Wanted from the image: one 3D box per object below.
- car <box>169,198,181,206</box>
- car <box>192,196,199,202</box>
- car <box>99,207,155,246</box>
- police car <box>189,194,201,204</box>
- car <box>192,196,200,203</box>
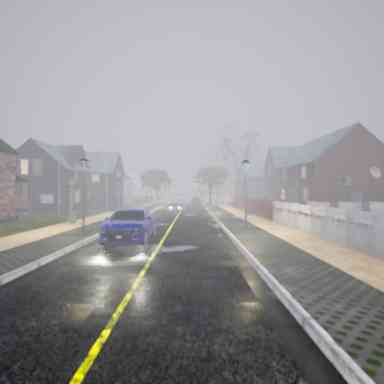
[{"bbox_3d":[-2.795,1.726,56.449,1.895,1.301,4.718,0,0,1],"label":"car"},{"bbox_3d":[0.839,1.790,85.222,1.837,1.490,4.892,0,0,0],"label":"car"},{"bbox_3d":[-2.847,1.484,15.475,1.882,1.535,5.008,0,0,0],"label":"car"},{"bbox_3d":[0.837,1.614,69.331,1.930,1.638,5.238,0,0,0],"label":"police car"},{"bbox_3d":[0.839,1.752,79.222,1.837,1.490,4.892,0,0,0],"label":"car"}]
